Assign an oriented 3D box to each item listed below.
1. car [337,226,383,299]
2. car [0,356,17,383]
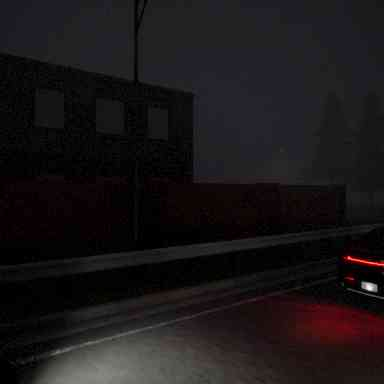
[{"bbox_3d":[5.266,1.505,7.548,4.892,1.490,1.837,0,0,-35],"label":"car"},{"bbox_3d":[-3.321,1.526,1.379,4.674,1.442,1.812,0,0,-36],"label":"car"}]
